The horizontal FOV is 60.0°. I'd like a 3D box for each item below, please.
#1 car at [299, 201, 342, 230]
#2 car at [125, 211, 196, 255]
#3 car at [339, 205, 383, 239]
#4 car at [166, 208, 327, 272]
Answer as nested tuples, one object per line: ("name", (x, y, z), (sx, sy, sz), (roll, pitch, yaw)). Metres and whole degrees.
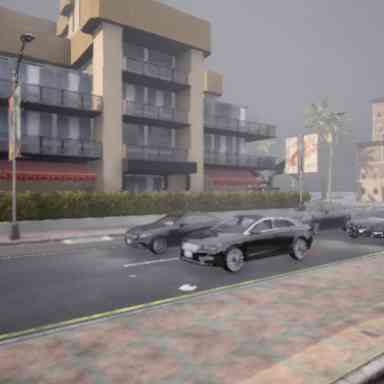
("car", (6.951, 1.334, 18.692), (4.553, 1.767, 2.097), (0, 0, -35))
("car", (-0.385, 1.517, 13.450), (4.674, 1.442, 1.812), (0, 0, -35))
("car", (9.532, 1.487, 16.233), (4.892, 1.490, 1.837), (0, 0, -35))
("car", (1.900, 1.483, 10.785), (4.902, 1.511, 2.128), (0, 0, -35))
